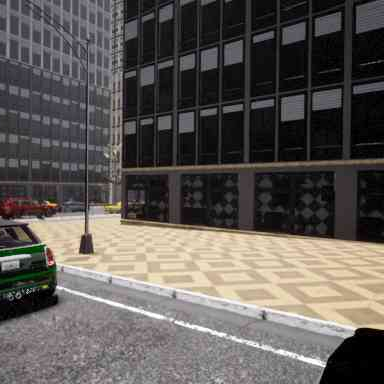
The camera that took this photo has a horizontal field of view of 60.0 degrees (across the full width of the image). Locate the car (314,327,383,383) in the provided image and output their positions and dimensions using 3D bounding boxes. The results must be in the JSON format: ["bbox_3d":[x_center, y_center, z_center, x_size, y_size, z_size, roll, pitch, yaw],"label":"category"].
[{"bbox_3d":[2.986,1.601,1.549,4.718,1.301,1.895,0,0,36],"label":"car"}]

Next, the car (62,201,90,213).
[{"bbox_3d":[-14.539,1.749,40.409,1.994,1.385,4.181,1,0,37],"label":"car"}]

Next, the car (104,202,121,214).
[{"bbox_3d":[-8.124,1.830,39.357,1.752,1.417,4.829,1,0,37],"label":"car"}]

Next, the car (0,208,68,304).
[{"bbox_3d":[-5.011,1.348,7.268,4.553,1.767,2.097,0,0,36],"label":"car"}]

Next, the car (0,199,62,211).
[{"bbox_3d":[-14.939,1.519,30.158,2.192,1.841,5.009,1,0,37],"label":"car"}]

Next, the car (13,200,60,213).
[{"bbox_3d":[-18.419,1.643,39.540,1.752,1.417,4.829,1,0,37],"label":"car"}]
